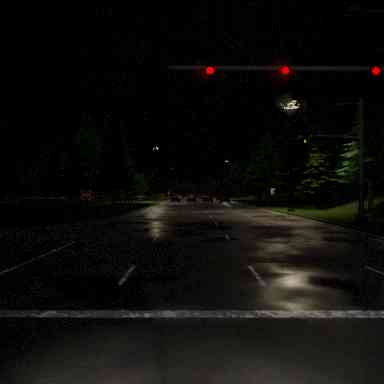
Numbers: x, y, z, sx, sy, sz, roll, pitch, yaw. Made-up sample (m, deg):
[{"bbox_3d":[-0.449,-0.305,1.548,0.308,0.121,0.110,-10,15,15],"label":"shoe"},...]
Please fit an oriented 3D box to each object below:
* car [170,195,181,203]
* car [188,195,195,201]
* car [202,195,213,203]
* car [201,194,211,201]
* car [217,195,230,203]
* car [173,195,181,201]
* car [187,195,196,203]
[{"bbox_3d":[-3.580,1.517,70.771,1.812,1.442,4.674,0,0,0],"label":"car"},{"bbox_3d":[-0.092,1.357,80.778,1.812,1.442,4.674,0,0,0],"label":"car"},{"bbox_3d":[3.420,1.545,70.779,1.994,1.385,4.181,0,0,0],"label":"car"},{"bbox_3d":[3.408,1.358,80.782,2.128,1.511,4.902,0,0,0],"label":"car"},{"bbox_3d":[6.919,1.545,70.783,1.994,1.385,4.181,0,0,0],"label":"car"},{"bbox_3d":[-3.592,1.357,80.774,1.812,1.442,4.674,0,0,0],"label":"car"},{"bbox_3d":[-0.080,1.531,70.358,2.033,1.411,5.357,0,0,0],"label":"car"}]
